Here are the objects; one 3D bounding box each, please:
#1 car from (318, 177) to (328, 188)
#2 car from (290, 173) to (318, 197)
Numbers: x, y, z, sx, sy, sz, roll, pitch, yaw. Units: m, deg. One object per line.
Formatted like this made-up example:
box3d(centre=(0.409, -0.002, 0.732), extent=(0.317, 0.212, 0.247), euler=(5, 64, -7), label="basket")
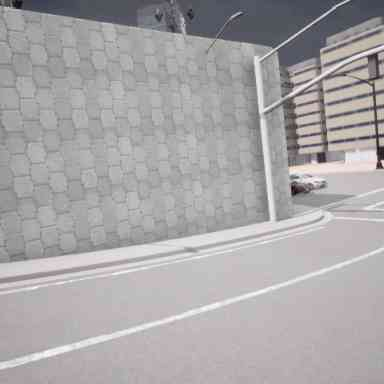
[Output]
box3d(centre=(9.911, -0.963, 30.197), extent=(1.812, 1.442, 4.674), euler=(-10, 6, -35), label="car")
box3d(centre=(7.554, -0.449, 27.558), extent=(1.812, 1.442, 4.674), euler=(-10, 6, -35), label="car")
